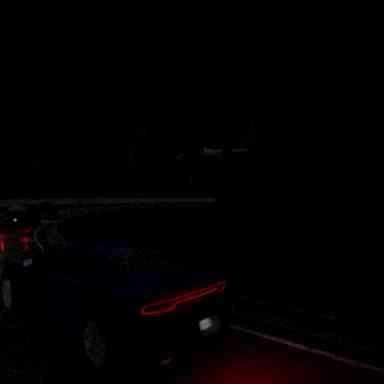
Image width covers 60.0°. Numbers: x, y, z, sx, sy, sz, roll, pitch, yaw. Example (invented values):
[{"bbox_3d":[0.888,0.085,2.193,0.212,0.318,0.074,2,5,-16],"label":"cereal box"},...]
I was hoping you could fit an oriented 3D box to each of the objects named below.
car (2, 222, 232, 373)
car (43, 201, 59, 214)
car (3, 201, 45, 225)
[{"bbox_3d":[-1.651,1.509,5.848,5.008,1.535,1.882,0,0,43],"label":"car"},{"bbox_3d":[-16.492,1.698,36.918,1.812,1.442,4.674,0,0,4],"label":"car"},{"bbox_3d":[-12.061,1.634,23.769,1.812,1.442,4.674,0,0,-16],"label":"car"}]
